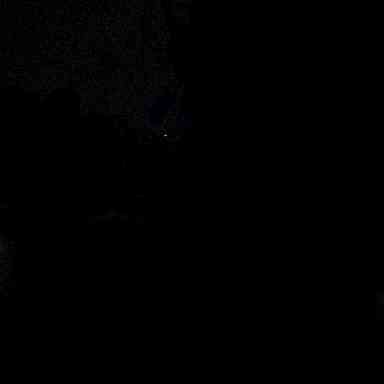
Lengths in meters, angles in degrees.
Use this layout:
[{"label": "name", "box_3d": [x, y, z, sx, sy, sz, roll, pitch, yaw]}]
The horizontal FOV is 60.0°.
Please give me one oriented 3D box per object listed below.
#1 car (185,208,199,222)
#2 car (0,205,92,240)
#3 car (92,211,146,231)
[{"label": "car", "box_3d": [1.056, 2.198, 32.562, 1.947, 1.339, 4.313, -1, -2, 36]}, {"label": "car", "box_3d": [-8.653, 1.641, 19.060, 2.192, 1.841, 5.009, -1, -2, 36]}, {"label": "car", "box_3d": [-5.317, 1.957, 23.695, 1.752, 1.417, 4.829, -1, -2, 36]}]
